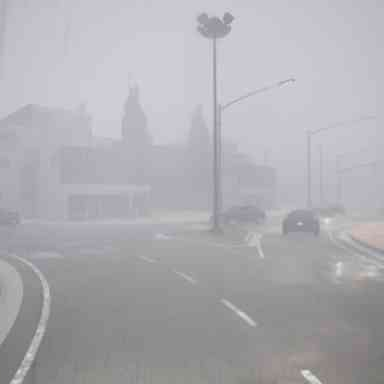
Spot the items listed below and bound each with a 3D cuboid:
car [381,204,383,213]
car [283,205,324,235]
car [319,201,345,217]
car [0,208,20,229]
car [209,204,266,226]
[{"bbox_3d":[23.956,1.703,39.218,1.882,1.535,5.008,-1,-1,45],"label":"car"},{"bbox_3d":[6.612,1.711,19.894,1.994,1.385,4.181,-1,-1,22],"label":"car"},{"bbox_3d":[14.264,1.717,34.700,1.882,1.535,5.008,-1,-1,45],"label":"car"},{"bbox_3d":[-14.016,1.779,22.327,4.902,1.511,2.128,0,-1,13],"label":"car"},{"bbox_3d":[3.498,1.719,25.215,4.892,1.490,1.837,0,-1,-36],"label":"car"}]
